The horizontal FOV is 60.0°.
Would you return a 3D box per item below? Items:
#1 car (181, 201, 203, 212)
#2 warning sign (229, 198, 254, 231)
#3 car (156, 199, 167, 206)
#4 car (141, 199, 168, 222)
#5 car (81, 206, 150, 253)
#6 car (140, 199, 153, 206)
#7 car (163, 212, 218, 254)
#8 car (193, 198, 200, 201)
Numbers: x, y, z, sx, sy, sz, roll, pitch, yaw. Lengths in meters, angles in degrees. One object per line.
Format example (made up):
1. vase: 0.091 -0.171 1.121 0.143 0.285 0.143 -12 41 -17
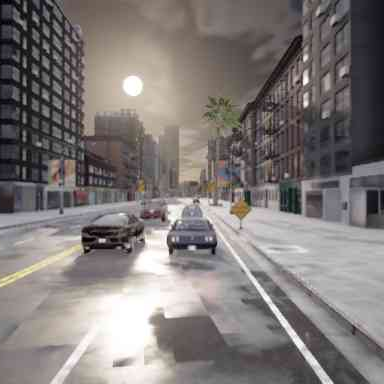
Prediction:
1. car: 0.010 1.813 28.996 2.033 1.411 5.357 0 0 0
2. warning sign: 2.853 1.294 19.354 1.300 1.860 1.060 0 -1 0
3. car: -6.480 2.194 71.051 2.033 1.411 5.357 0 -1 0
4. car: -3.239 1.617 29.085 2.097 1.767 4.553 0 -1 0
5. car: -3.240 1.613 14.492 1.882 1.535 5.008 0 0 0
6. car: -9.730 2.194 71.052 2.033 1.411 5.357 0 -1 0
7. car: 0.006 1.732 14.113 1.895 1.301 4.718 0 0 0
8. car: 1.164 2.354 89.345 1.812 1.442 4.674 0 -1 0
